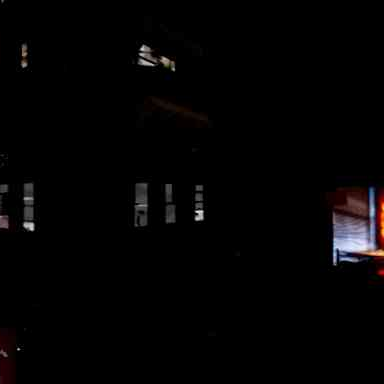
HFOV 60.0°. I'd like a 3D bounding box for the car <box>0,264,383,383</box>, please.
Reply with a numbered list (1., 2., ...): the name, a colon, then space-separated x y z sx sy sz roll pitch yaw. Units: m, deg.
1. car: -0.476 1.460 3.217 4.097 1.590 1.967 -1 -1 36
